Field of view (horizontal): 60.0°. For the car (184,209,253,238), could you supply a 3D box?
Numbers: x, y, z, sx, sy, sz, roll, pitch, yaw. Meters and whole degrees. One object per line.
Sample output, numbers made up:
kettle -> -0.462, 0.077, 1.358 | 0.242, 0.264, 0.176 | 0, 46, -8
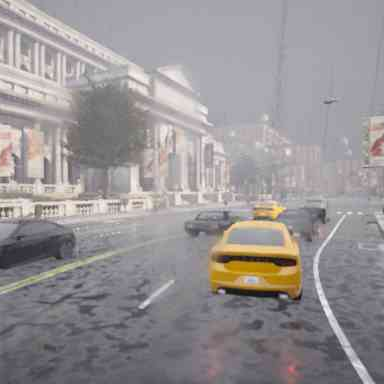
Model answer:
car -> 1.446, 1.601, 17.152 | 1.895, 1.301, 4.718 | 0, 0, 26

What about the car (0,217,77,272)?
car -> -5.350, 1.525, 9.893 | 1.812, 1.442, 4.674 | 0, 0, 17

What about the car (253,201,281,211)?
car -> 6.337, 1.477, 26.901 | 1.882, 1.535, 5.008 | 0, 0, 27

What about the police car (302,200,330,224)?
police car -> 9.281, 1.425, 25.190 | 1.930, 1.638, 5.238 | 0, 0, 27

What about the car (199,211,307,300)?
car -> 1.739, 1.478, 8.557 | 1.882, 1.535, 5.008 | 0, 0, 15

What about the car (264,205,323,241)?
car -> 5.240, 1.564, 16.853 | 1.994, 1.385, 4.181 | 0, 0, 26
